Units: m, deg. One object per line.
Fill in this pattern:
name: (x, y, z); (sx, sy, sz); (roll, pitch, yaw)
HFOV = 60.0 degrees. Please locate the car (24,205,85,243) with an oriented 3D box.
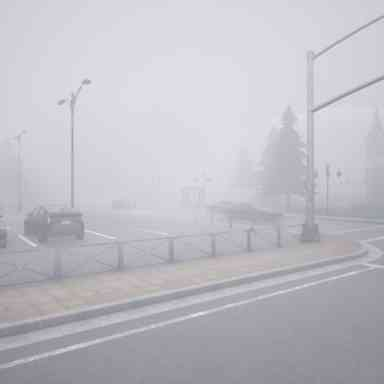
car: (-6.387, 1.339, 15.298); (2.007, 1.523, 4.514); (0, 0, -36)

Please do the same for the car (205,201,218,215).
car: (3.280, 1.501, 32.171); (1.837, 1.490, 4.892); (0, 0, -36)

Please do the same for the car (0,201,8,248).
car: (-8.898, 1.330, 13.418); (2.152, 1.636, 5.027); (0, 0, -36)

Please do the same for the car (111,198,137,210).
car: (-8.710, 1.491, 42.259); (2.128, 1.511, 4.902); (0, 0, -36)

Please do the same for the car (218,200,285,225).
car: (4.445, 1.475, 24.372); (1.882, 1.535, 5.008); (0, 0, -36)
